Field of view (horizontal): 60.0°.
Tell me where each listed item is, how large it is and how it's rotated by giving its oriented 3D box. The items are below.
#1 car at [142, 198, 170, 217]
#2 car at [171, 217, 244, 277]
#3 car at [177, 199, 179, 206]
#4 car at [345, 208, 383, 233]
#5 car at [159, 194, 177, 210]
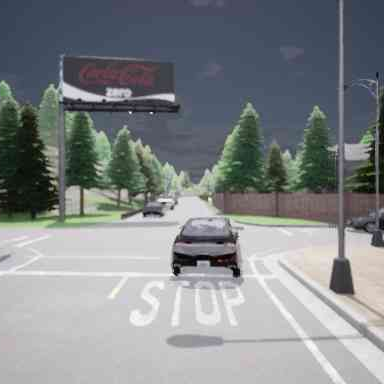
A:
[{"bbox_3d":[-3.583,1.638,32.263,2.033,1.411,5.357,0,0,0],"label":"car"},{"bbox_3d":[0.585,1.531,10.416,2.128,1.511,4.902,-1,-1,7],"label":"car"},{"bbox_3d":[-3.503,1.731,60.039,1.994,1.385,4.181,0,0,2],"label":"car"},{"bbox_3d":[12.168,1.738,20.795,4.892,1.490,1.837,0,0,1],"label":"car"},{"bbox_3d":[-3.573,1.348,45.025,2.150,2.045,5.566,0,0,1],"label":"car"}]
